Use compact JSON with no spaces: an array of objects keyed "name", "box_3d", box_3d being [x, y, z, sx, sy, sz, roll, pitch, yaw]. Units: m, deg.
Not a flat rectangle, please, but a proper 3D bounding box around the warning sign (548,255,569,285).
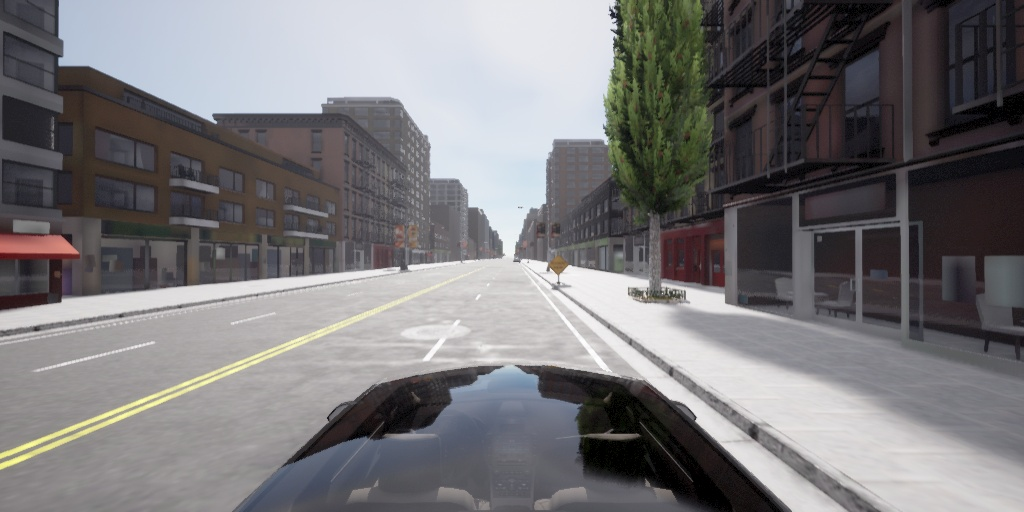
[{"name":"warning sign","box_3d":[2.865,0.842,22.079,1.300,1.860,1.060,0,0,0]}]
